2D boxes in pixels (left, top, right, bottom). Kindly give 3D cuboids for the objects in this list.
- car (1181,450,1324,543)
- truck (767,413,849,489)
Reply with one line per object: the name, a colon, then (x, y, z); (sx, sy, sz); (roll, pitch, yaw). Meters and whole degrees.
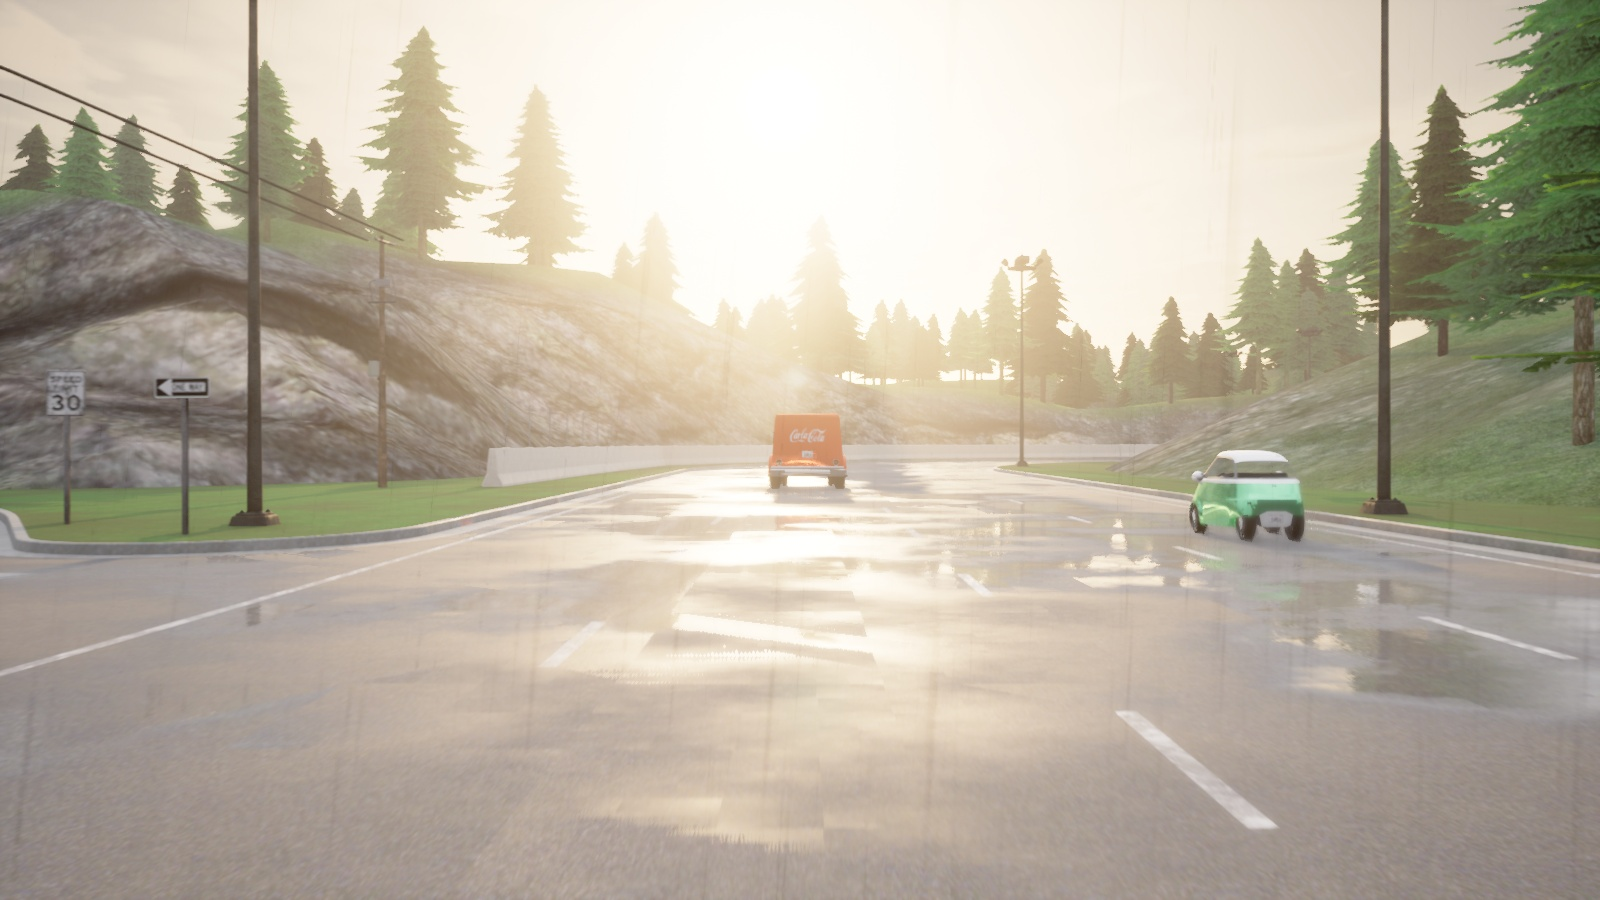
car: (7.129, 0.694, 19.945); (1.481, 1.376, 2.207); (0, 1, 0)
truck: (0.260, 0.017, 42.986); (2.627, 2.467, 5.204); (0, 0, 0)
